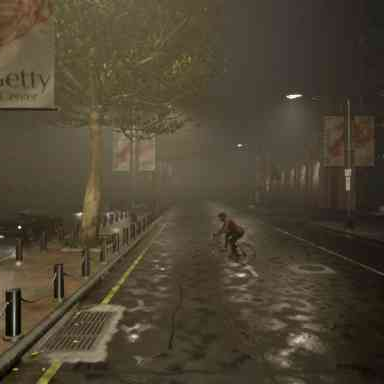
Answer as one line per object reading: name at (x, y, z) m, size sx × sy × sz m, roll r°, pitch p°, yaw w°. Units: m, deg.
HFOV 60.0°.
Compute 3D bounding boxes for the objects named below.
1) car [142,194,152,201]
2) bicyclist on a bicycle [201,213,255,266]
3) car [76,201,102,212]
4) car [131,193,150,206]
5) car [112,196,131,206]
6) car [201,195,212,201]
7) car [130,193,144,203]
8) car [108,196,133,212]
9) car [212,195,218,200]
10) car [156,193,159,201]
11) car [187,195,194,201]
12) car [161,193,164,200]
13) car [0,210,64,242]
car at (-11.883, 1.347, 87.568) m, size 2.097 × 1.767 × 4.553 m, roll 0°, pitch 0°, yaw 0°
bicyclist on a bicycle at (1.093, 1.454, 10.137) m, size 1.656 × 1.620 × 0.582 m, roll -1°, pitch 0°, yaw 0°
car at (-11.763, 1.565, 38.334) m, size 1.994 × 1.385 × 4.181 m, roll 0°, pitch 0°, yaw 0°
car at (-8.329, 1.224, 55.688) m, size 2.150 × 2.045 × 5.566 m, roll 0°, pitch 0°, yaw 0°
car at (-11.859, 1.491, 56.450) m, size 2.128 × 1.511 × 4.902 m, roll 0°, pitch 0°, yaw 0°
car at (3.149, 1.540, 80.442) m, size 2.033 × 1.411 × 5.357 m, roll 0°, pitch 0°, yaw 0°
car at (-11.814, 1.225, 71.982) m, size 2.150 × 2.045 × 5.566 m, roll 0°, pitch 0°, yaw 0°
car at (-8.264, 1.505, 38.254) m, size 1.837 × 1.490 × 4.892 m, roll 0°, pitch 0°, yaw 0°
car at (6.337, 1.595, 94.091) m, size 1.895 × 1.301 × 4.718 m, roll 0°, pitch 0°, yaw 0°
car at (-8.310, 1.524, 71.231) m, size 1.812 × 1.442 × 4.674 m, roll 0°, pitch 0°, yaw 0°
car at (-0.386, 1.478, 88.337) m, size 1.882 × 1.535 × 5.008 m, roll 0°, pitch 0°, yaw 0°
car at (-8.379, 1.222, 86.771) m, size 2.150 × 2.045 × 5.566 m, roll 0°, pitch 0°, yaw 0°
car at (-8.135, 1.601, 16.451) m, size 1.895 × 1.301 × 4.718 m, roll 0°, pitch 0°, yaw 0°
